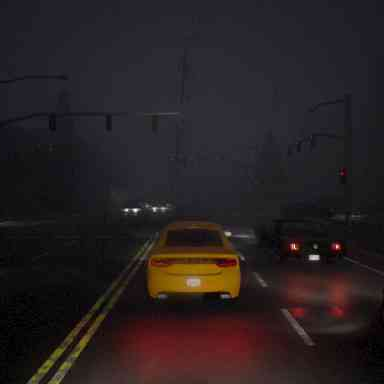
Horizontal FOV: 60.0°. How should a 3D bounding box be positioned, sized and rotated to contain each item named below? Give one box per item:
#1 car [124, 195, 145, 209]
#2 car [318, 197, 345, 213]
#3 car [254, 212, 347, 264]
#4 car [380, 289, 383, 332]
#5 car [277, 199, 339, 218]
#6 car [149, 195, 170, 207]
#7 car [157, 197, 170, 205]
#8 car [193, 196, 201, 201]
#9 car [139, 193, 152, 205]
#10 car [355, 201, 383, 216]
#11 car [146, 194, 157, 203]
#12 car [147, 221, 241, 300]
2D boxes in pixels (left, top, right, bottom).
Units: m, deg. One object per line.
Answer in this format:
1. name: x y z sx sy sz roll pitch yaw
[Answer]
1. car: -8.209 1.564 46.436 1.994 1.385 4.181 0 0 -1
2. car: 14.082 1.352 35.565 4.553 1.767 2.097 0 0 -2
3. car: 3.502 1.601 11.801 1.895 1.301 4.718 0 0 -1
4. car: 3.597 1.478 2.711 1.882 1.535 5.008 0 0 0
5. car: 9.640 1.526 28.384 4.674 1.442 1.812 0 0 3
6. car: -4.794 1.564 49.748 1.994 1.385 4.181 0 0 -2
7. car: -5.030 1.564 59.777 1.994 1.385 4.181 0 0 -1
8. car: 1.303 1.595 88.213 1.895 1.301 4.718 0 0 -1
9. car: -8.526 1.223 59.613 2.150 2.045 5.566 0 0 -1
10. car: 18.772 1.547 32.200 5.357 1.411 2.033 0 0 -2
11. car: -8.793 1.355 72.510 2.097 1.767 4.553 0 0 -1
12. car: 0.034 1.478 8.477 1.882 1.535 5.008 0 0 0
